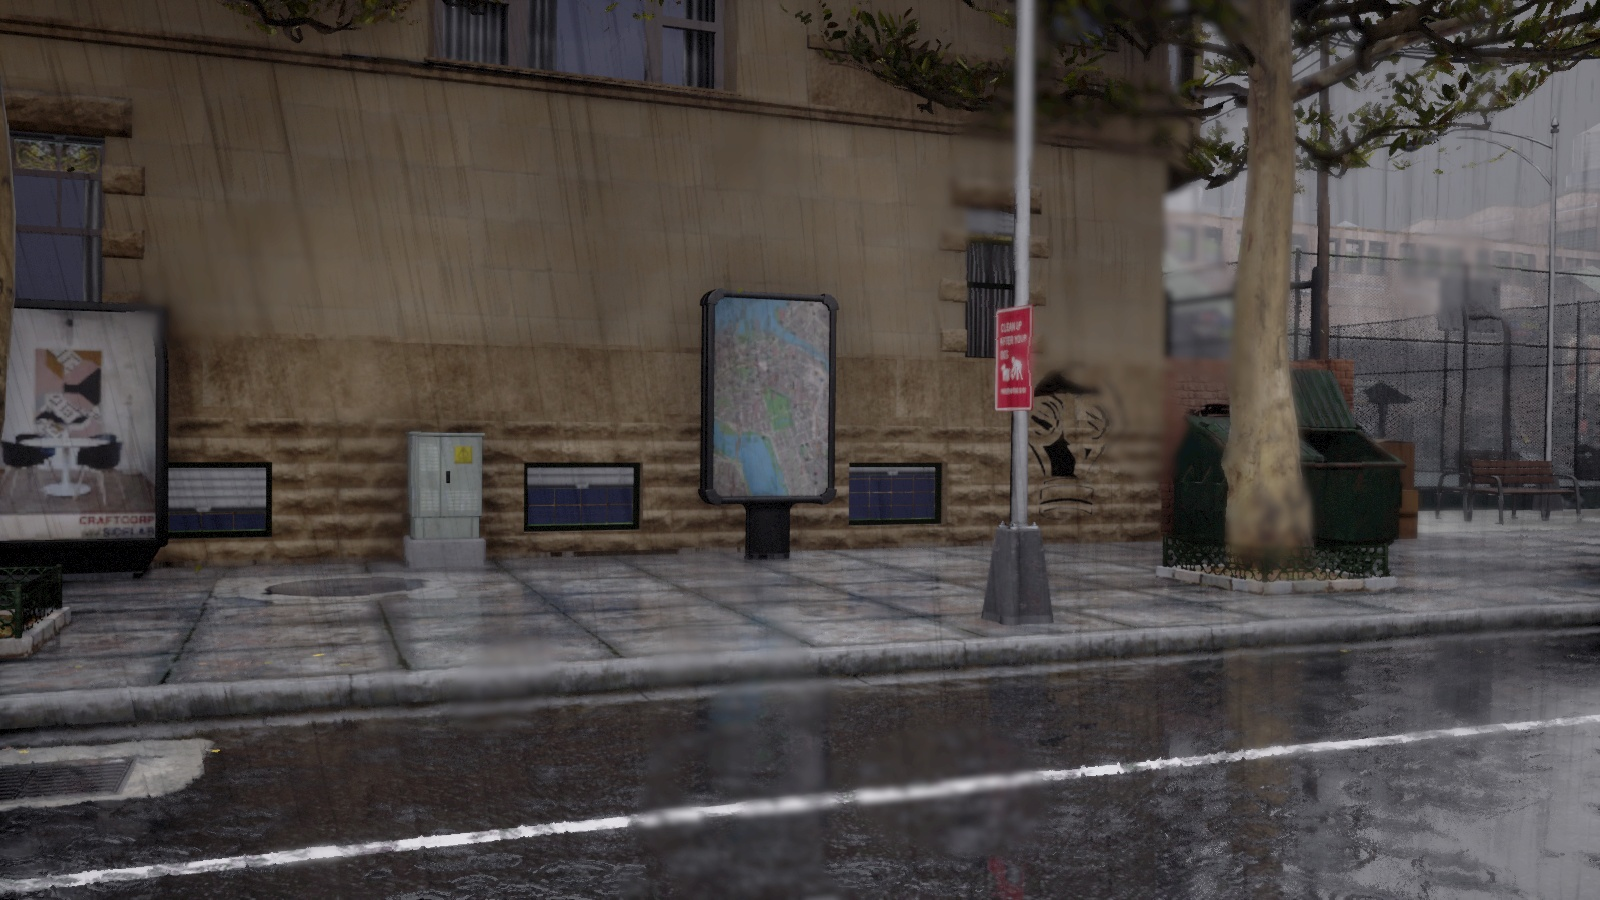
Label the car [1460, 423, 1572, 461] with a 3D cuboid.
[{"bbox_3d":[29.194,-0.338,51.307,1.845,1.501,3.633,-1,1,-21],"label":"car"}]
